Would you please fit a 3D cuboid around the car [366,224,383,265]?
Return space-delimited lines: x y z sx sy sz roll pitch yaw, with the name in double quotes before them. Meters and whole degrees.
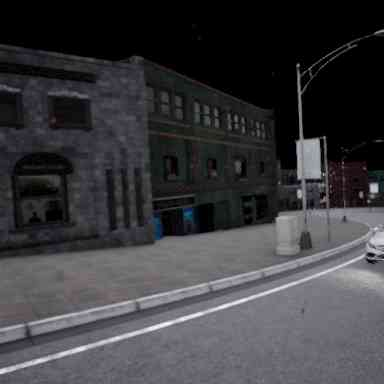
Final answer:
"car" 7.513 1.660 11.594 1.812 1.442 4.674 -1 -2 40
